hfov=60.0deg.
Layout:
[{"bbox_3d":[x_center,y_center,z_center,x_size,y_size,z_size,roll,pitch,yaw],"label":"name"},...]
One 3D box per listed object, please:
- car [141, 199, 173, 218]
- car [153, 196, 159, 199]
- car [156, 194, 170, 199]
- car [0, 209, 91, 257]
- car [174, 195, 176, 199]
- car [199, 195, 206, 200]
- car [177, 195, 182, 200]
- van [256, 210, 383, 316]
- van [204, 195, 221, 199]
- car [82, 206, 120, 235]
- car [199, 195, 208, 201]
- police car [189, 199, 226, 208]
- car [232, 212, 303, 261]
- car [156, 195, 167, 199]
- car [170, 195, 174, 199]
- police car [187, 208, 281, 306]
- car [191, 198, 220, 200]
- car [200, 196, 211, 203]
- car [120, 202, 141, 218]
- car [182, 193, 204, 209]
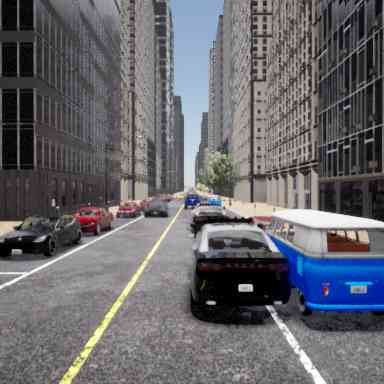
[{"bbox_3d":[-3.041,1.556,29.535,1.994,1.385,4.181,0,0,0],"label":"car"},{"bbox_3d":[-5.612,1.566,41.434,1.802,1.307,4.206,0,0,0],"label":"car"},{"bbox_3d":[-5.578,1.282,58.524,2.192,1.841,5.009,0,0,0],"label":"car"},{"bbox_3d":[-5.668,1.563,12.948,1.947,1.339,4.313,0,0,0],"label":"car"},{"bbox_3d":[-5.533,1.519,81.313,1.802,1.307,4.206,0,0,0],"label":"car"},{"bbox_3d":[2.870,1.469,92.690,2.008,1.369,4.403,0,0,0],"label":"car"},{"bbox_3d":[-2.830,1.406,86.894,1.882,1.535,5.008,0,0,0],"label":"car"},{"bbox_3d":[2.701,1.340,7.234,1.690,1.788,3.998,0,0,0],"label":"van"},{"bbox_3d":[2.768,1.325,41.416,1.690,1.788,3.998,0,0,0],"label":"van"},{"bbox_3d":[-5.656,1.541,18.645,1.887,1.381,4.507,0,0,0],"label":"car"},{"bbox_3d":[2.847,1.488,81.296,2.008,1.369,4.403,0,0,0],"label":"car"},{"bbox_3d":[0.936,1.421,18.233,1.930,1.638,5.238,0,0,0],"label":"police car"},{"bbox_3d":[2.713,1.579,12.931,1.802,1.307,4.206,0,0,0],"label":"car"},{"bbox_3d":[-5.589,1.540,52.827,1.947,1.339,4.313,0,0,0],"label":"car"},{"bbox_3d":[-5.556,1.269,69.918,2.192,1.841,5.009,0,0,0],"label":"car"},{"bbox_3d":[0.917,1.424,8.233,1.930,1.638,5.238,0,0,0],"label":"police car"},{"bbox_3d":[0.948,1.450,24.313,1.801,1.575,5.366,0,0,0],"label":"car"},{"bbox_3d":[2.825,1.504,69.901,2.008,1.369,4.403,0,0,0],"label":"car"},{"bbox_3d":[-5.634,1.573,30.040,1.802,1.307,4.206,0,0,0],"label":"car"},{"bbox_3d":[0.093,1.203,44.894,2.150,2.045,5.566,0,0,0],"label":"car"}]
